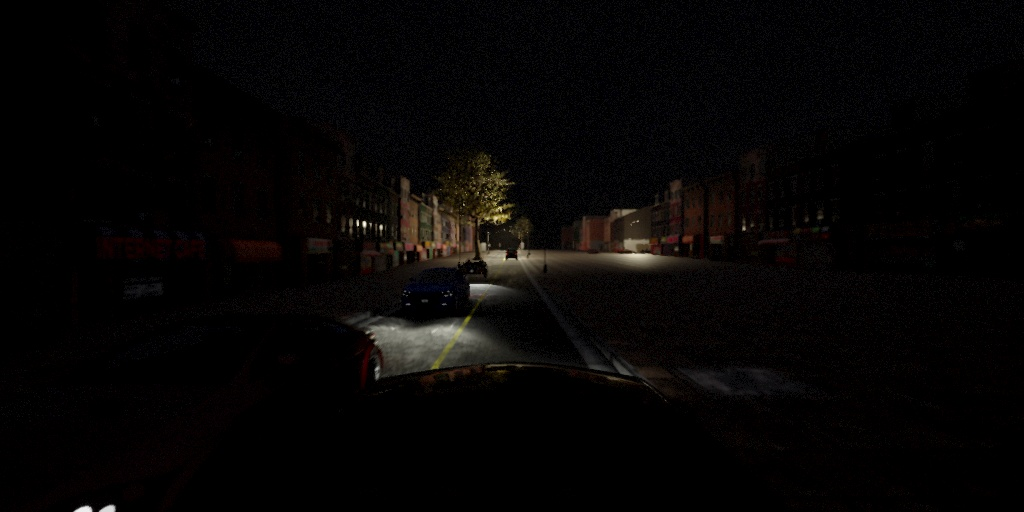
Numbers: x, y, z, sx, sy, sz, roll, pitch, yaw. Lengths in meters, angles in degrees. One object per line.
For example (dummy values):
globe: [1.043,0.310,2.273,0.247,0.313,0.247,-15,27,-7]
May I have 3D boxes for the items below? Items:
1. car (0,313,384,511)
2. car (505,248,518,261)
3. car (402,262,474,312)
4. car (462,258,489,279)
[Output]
car: [-2.855,1.314,3.585,1.994,1.385,4.181,0,0,0]
car: [-0.056,-0.268,63.686,2.150,2.045,5.566,0,2,0]
car: [-2.847,1.181,14.217,1.882,1.535,5.008,0,0,0]
car: [-2.772,0.815,26.603,1.994,1.385,4.181,0,1,0]
